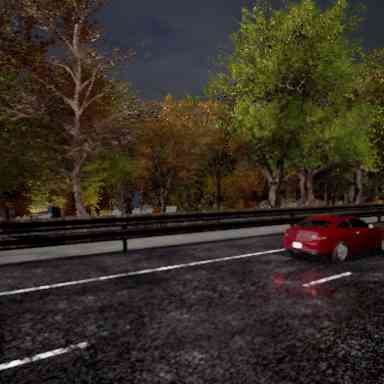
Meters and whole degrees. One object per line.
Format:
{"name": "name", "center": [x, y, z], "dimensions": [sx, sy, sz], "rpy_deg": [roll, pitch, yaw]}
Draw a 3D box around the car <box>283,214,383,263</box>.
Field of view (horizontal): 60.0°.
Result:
{"name": "car", "center": [5.195, 1.508, 11.842], "dimensions": [4.674, 1.442, 1.812], "rpy_deg": [0, 0, -36]}
